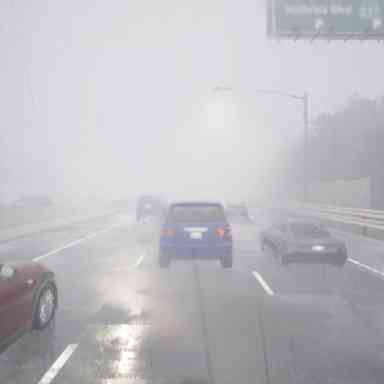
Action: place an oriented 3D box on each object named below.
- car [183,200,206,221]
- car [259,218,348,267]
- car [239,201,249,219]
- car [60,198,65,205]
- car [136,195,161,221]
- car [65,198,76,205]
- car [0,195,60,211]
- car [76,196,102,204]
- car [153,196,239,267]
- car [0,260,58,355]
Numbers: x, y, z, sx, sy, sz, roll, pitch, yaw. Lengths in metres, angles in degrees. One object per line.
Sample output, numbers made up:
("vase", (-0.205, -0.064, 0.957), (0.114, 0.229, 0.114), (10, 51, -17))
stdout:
("car", (0.202, 1.540, 29.014), (1.837, 1.490, 4.892), (0, 0, 0))
("car", (3.619, 1.580, 11.535), (1.994, 1.385, 4.181), (0, 0, 0))
("car", (3.702, 1.527, 28.936), (2.128, 1.511, 4.902), (0, 0, 0))
("car", (-20.680, 1.612, 54.347), (2.033, 1.411, 5.357), (0, 0, 1))
("car", (-3.304, 1.255, 28.047), (2.150, 2.045, 5.566), (0, 0, 0))
("car", (-17.250, 1.586, 50.890), (1.812, 1.442, 4.674), (0, 0, 1))
("car", (-13.993, 1.258, 29.176), (2.150, 2.045, 5.566), (0, 0, 0))
("car", (-13.833, 1.406, 45.925), (2.097, 1.767, 4.553), (0, 0, 1))
("car", (0.116, 1.239, 11.573), (2.150, 2.045, 5.566), (0, 0, 0))
("car", (-3.414, 1.358, 4.040), (2.097, 1.767, 4.553), (0, 0, 0))
